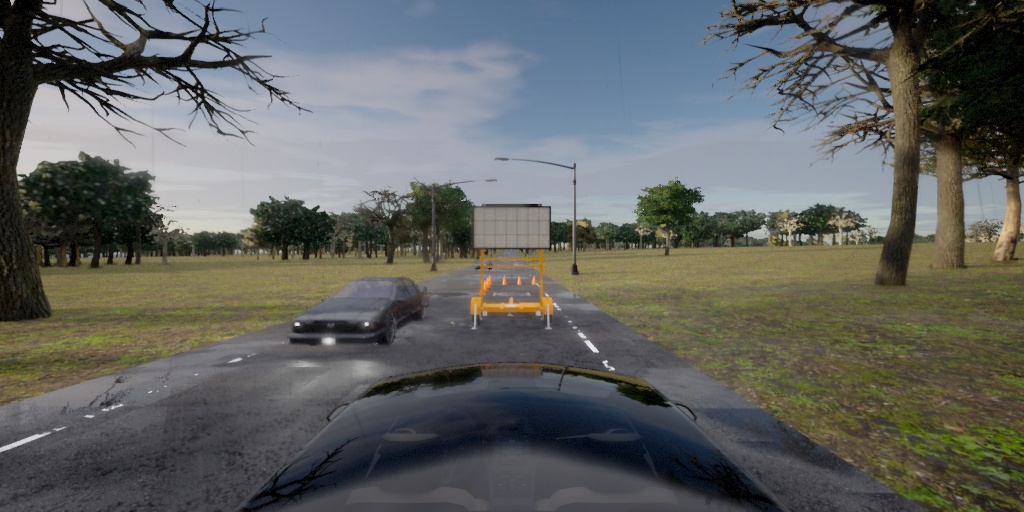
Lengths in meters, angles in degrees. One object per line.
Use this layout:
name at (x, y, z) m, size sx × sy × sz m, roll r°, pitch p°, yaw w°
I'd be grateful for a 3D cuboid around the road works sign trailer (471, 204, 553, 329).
road works sign trailer at (-0.005, 0.197, 11.128) m, size 2.380 × 3.560 × 2.880 m, roll 0°, pitch 0°, yaw 0°

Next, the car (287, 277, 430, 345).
car at (-3.604, 1.284, 9.713) m, size 2.033 × 1.411 × 5.357 m, roll 0°, pitch 0°, yaw 0°

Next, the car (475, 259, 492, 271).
car at (-3.521, 1.047, 44.556) m, size 2.128 × 1.511 × 4.902 m, roll 0°, pitch 0°, yaw 0°
